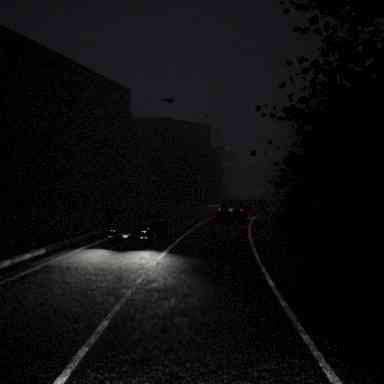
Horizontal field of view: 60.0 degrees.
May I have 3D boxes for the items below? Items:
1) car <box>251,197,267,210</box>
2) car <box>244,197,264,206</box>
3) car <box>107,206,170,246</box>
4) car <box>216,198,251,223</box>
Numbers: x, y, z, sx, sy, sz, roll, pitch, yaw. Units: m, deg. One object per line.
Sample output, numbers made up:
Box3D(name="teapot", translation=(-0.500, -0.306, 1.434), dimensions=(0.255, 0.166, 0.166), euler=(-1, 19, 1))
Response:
Box3D(name="car", translation=(8.260, 1.489, 42.147), dimensions=(2.128, 1.511, 4.902), euler=(2, 0, 21))
Box3D(name="car", translation=(10.377, 1.578, 55.304), dimensions=(1.895, 1.301, 4.718), euler=(3, 1, 28))
Box3D(name="car", translation=(-2.209, 1.418, 14.979), dimensions=(1.837, 1.490, 4.892), euler=(1, 0, 7))
Box3D(name="car", translation=(3.174, 1.290, 25.444), dimensions=(2.097, 1.767, 4.553), euler=(1, 0, 12))
